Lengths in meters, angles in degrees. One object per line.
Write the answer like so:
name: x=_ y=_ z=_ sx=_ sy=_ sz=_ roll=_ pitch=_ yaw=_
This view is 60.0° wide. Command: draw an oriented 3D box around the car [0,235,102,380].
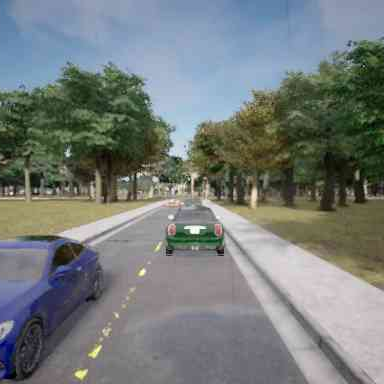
car: x=-2.850 y=1.521 z=5.605 sx=1.812 sy=1.442 sz=4.674 roll=0 pitch=0 yaw=0

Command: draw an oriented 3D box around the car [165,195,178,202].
car: x=-2.817 y=1.315 z=49.242 sx=2.097 sy=1.767 sz=4.553 roll=0 pitch=0 yaw=0

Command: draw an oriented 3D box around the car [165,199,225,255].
car: x=0.101 y=1.341 z=13.359 sx=2.097 sy=1.767 sz=4.553 roll=0 pitch=0 yaw=0
